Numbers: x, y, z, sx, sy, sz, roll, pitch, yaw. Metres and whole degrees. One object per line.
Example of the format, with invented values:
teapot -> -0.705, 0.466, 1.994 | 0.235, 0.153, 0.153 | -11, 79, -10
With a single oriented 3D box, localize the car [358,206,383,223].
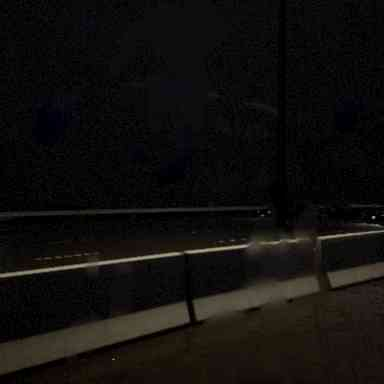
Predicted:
car -> 14.770, 1.653, 24.630 | 4.181, 1.385, 1.994 | 0, 0, -26

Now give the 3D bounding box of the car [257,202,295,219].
car -> 8.304, 1.604, 29.234 | 5.357, 1.411, 2.033 | 0, 0, -28

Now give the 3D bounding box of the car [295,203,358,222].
car -> 11.295, 1.619, 26.834 | 5.357, 1.411, 2.033 | 0, 0, -27
